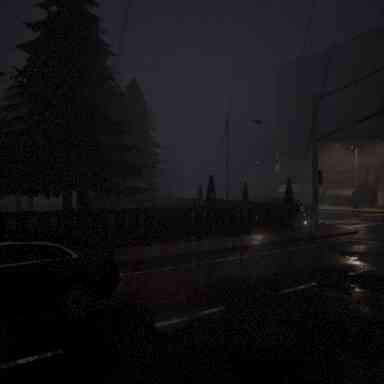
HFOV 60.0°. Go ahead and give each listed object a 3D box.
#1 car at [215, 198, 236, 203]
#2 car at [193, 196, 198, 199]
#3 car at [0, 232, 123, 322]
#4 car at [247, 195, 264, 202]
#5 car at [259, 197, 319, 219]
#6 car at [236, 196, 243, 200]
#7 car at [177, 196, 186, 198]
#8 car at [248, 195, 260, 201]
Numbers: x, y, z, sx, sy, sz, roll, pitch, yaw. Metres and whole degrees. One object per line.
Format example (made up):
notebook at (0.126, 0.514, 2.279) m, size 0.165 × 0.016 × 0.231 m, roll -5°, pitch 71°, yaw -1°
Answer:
car at (3.216, 1.492, 43.083) m, size 2.033 × 1.411 × 5.357 m, roll 0°, pitch 0°, yaw -20°
car at (0.989, 1.435, 54.899) m, size 2.128 × 1.511 × 4.902 m, roll 0°, pitch 0°, yaw -2°
car at (-3.643, 1.491, 5.675) m, size 4.902 × 1.511 × 2.128 m, roll 0°, pitch 0°, yaw -35°
car at (14.868, 1.469, 77.593) m, size 1.812 × 1.442 × 4.674 m, roll 0°, pitch 0°, yaw 40°
car at (8.150, 1.297, 27.497) m, size 2.097 × 1.767 × 4.553 m, roll 0°, pitch 0°, yaw -33°
car at (10.077, 1.492, 68.480) m, size 2.033 × 1.411 × 5.357 m, roll 0°, pitch 0°, yaw 20°
car at (-2.080, 1.470, 63.854) m, size 1.812 × 1.442 × 4.674 m, roll 0°, pitch 0°, yaw 9°
car at (8.113, 1.422, 33.953) m, size 1.882 × 1.535 × 5.008 m, roll 0°, pitch 0°, yaw -32°
